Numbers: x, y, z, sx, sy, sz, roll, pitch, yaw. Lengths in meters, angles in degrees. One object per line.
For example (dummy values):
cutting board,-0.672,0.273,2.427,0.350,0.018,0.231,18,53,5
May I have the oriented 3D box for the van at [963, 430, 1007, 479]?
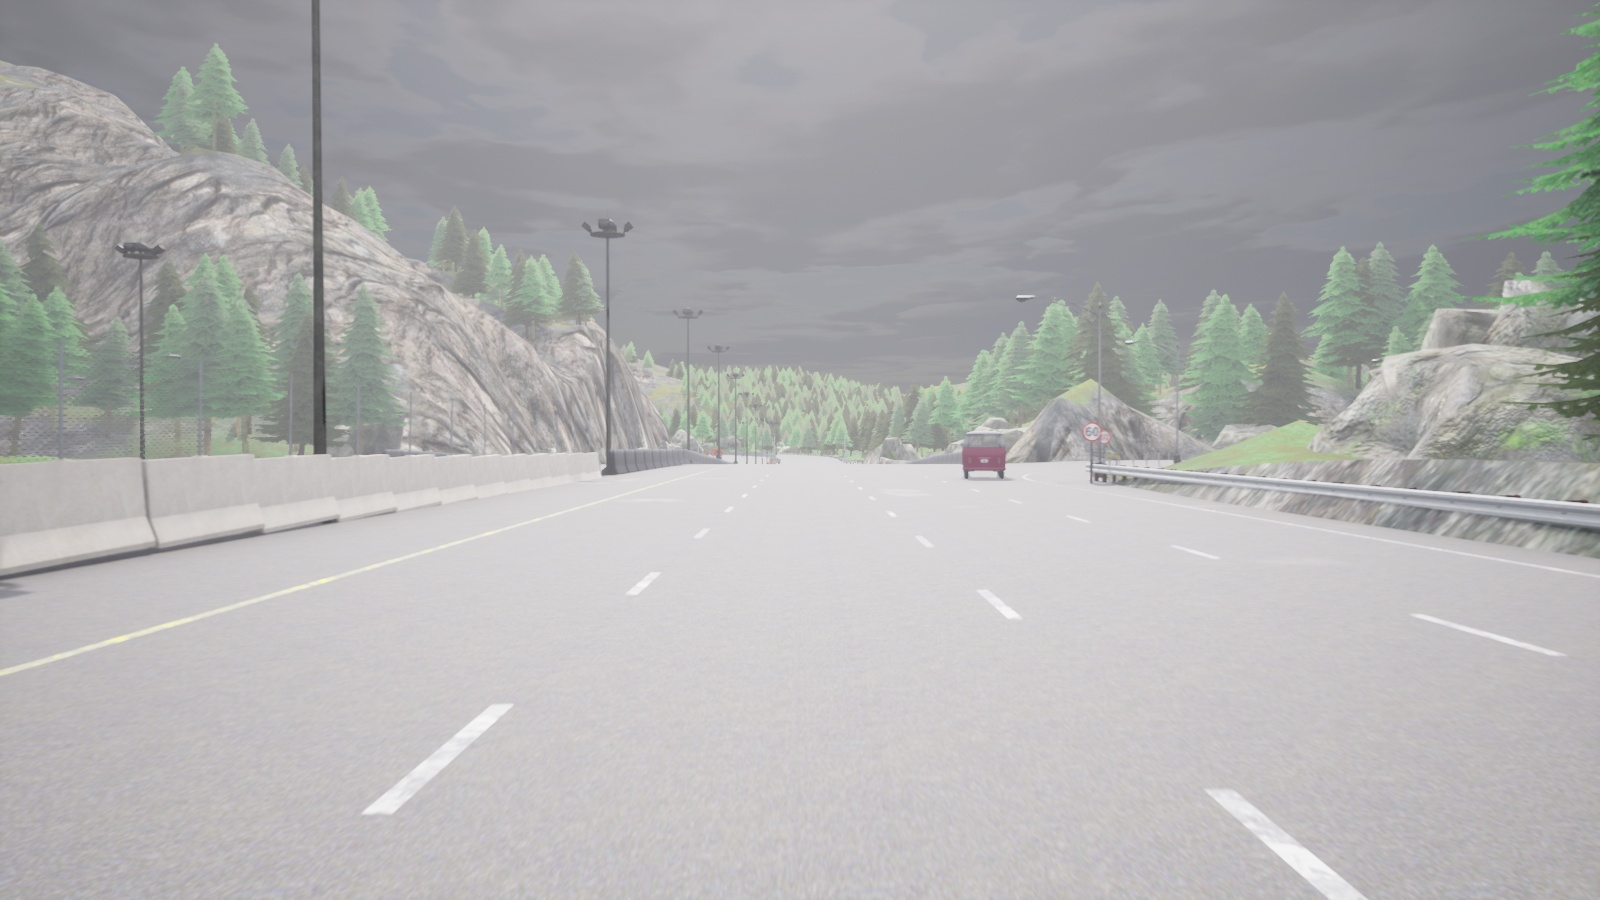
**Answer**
van,7.812,0.202,53.360,1.775,1.987,4.442,0,0,7
